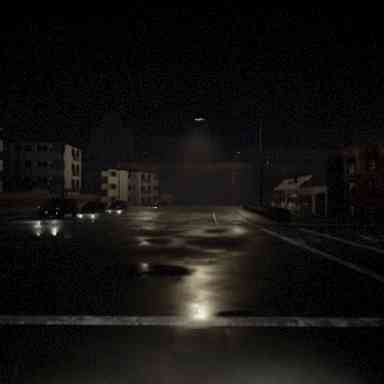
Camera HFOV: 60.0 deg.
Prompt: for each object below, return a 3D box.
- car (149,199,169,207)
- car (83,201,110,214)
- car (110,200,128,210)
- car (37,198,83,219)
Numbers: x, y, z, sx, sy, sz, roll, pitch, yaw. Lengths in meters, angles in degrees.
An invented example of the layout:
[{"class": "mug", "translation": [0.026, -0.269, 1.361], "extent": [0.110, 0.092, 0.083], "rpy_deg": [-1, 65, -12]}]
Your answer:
[{"class": "car", "translation": [-6.861, 2.209, 69.020], "extent": [2.097, 1.767, 4.553], "rpy_deg": [0, -1, 32]}, {"class": "car", "translation": [-12.964, 1.992, 43.975], "extent": [1.882, 1.535, 5.008], "rpy_deg": [0, -1, 4]}, {"class": "car", "translation": [-12.011, 2.164, 54.683], "extent": [1.837, 1.490, 4.892], "rpy_deg": [0, 0, 7]}, {"class": "car", "translation": [-13.518, 1.599, 33.914], "extent": [2.150, 2.045, 5.566], "rpy_deg": [0, -1, 3]}]
